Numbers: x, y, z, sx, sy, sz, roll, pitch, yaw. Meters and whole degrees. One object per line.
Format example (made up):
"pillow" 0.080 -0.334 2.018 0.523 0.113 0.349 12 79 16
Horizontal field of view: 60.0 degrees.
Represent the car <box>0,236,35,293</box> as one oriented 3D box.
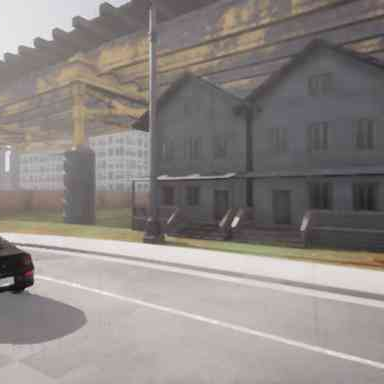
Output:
"car" -5.480 1.547 7.525 4.674 1.442 1.812 0 0 32
